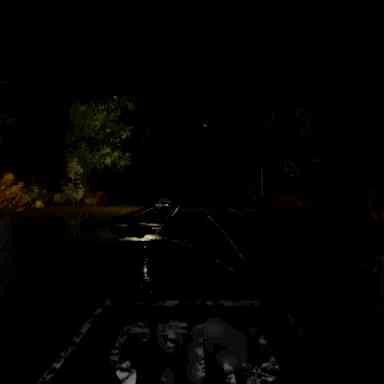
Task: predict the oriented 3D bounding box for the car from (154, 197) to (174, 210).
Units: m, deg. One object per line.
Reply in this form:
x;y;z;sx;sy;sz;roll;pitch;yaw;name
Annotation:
-3.715;1.532;43.055;1.837;1.490;4.892;0;0;-1;car

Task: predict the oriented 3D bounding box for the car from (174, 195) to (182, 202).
-3.579;1.517;79.521;1.882;1.535;5.008;0;0;4;car
